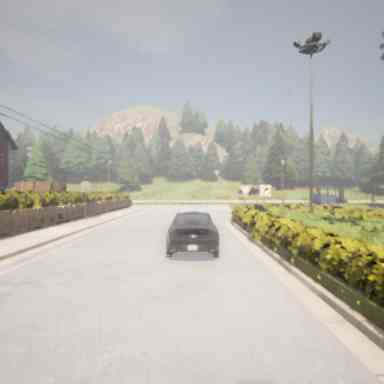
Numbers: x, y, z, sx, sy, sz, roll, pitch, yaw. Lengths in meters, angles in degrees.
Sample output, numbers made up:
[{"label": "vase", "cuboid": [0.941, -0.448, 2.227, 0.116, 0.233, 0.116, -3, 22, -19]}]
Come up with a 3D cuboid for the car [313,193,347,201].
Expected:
[{"label": "car", "cuboid": [21.839, 1.218, 53.107, 5.566, 2.045, 2.150, 0, 0, 1]}]

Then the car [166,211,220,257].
[{"label": "car", "cuboid": [0.041, 1.505, 12.910, 1.837, 1.490, 4.892, 0, 0, 1]}]
